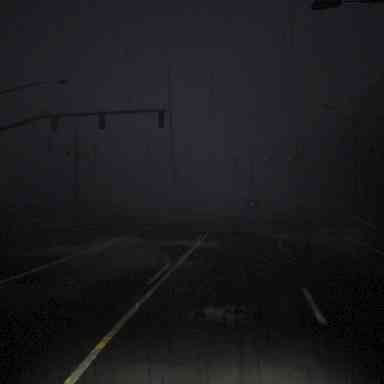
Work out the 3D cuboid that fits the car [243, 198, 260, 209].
[{"bbox_3d":[7.321,1.384,40.969,1.994,1.385,4.181,0,0,10],"label":"car"}]
